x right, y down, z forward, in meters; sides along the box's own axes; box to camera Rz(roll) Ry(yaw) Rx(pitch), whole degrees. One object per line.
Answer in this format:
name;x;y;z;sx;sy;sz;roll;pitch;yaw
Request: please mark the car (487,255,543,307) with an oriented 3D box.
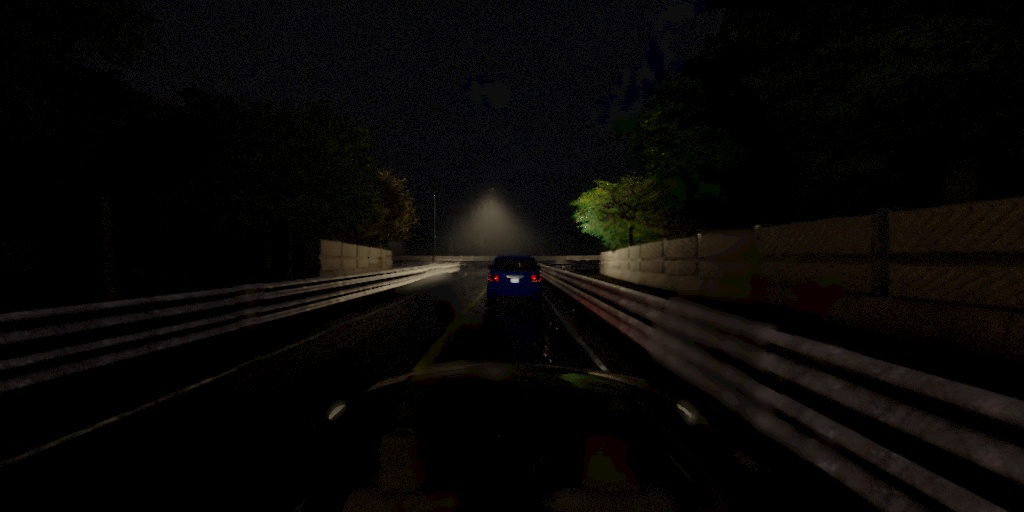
car;0.110;0.988;15.667;2.150;2.045;5.566;0;0;0
